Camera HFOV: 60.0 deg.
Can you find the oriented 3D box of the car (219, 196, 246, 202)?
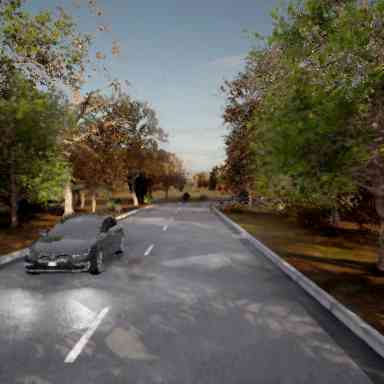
[{"bbox_3d":[6.749,1.240,56.604,4.892,1.490,1.837,1,2,-16],"label":"car"}]

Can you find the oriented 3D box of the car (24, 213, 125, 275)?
[{"bbox_3d":[-3.348,1.462,10.393,1.837,1.490,4.892,0,0,0],"label":"car"}]
